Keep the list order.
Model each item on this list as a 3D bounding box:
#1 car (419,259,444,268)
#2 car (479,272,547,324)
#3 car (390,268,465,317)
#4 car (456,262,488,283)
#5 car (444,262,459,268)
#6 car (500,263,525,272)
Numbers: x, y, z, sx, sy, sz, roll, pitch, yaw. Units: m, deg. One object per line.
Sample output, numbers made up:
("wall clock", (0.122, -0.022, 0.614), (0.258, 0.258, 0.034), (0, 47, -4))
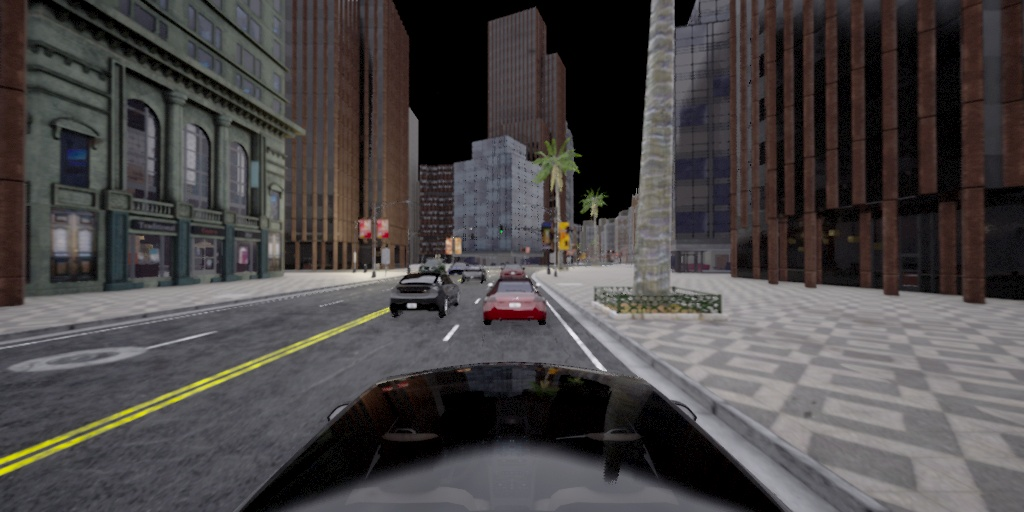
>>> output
("car", (-9.537, 1.380, 43.381), (2.150, 2.045, 5.566), (0, -1, 3))
("car", (0.087, 1.420, 12.466), (1.994, 1.385, 4.181), (0, 0, 0))
("car", (-3.164, 1.372, 13.760), (1.837, 1.490, 4.892), (0, -1, 0))
("car", (-3.181, 1.533, 31.008), (2.128, 1.511, 4.902), (0, -1, 0))
("car", (-6.295, 1.520, 43.095), (2.097, 1.767, 4.553), (0, 0, 3))
("car", (0.069, 1.391, 30.607), (2.097, 1.767, 4.553), (0, 0, 0))
